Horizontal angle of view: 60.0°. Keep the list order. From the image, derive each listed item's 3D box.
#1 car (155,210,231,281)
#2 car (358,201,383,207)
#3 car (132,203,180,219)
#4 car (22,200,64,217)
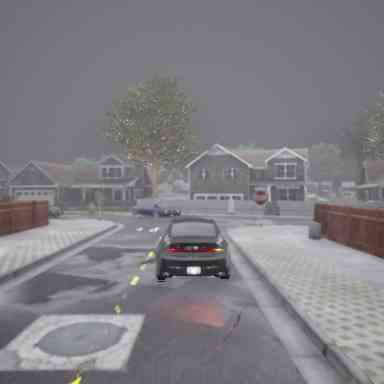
[{"bbox_3d":[0.021,1.501,9.833,1.837,1.490,4.892,0,0,-1],"label":"car"},{"bbox_3d":[12.930,1.422,24.120,4.553,1.767,2.097,0,0,18],"label":"car"},{"bbox_3d":[-3.144,1.588,28.203,1.895,1.301,4.718,1,0,-43],"label":"car"},{"bbox_3d":[-13.276,1.432,28.088,4.892,1.490,1.837,0,0,12],"label":"car"}]
